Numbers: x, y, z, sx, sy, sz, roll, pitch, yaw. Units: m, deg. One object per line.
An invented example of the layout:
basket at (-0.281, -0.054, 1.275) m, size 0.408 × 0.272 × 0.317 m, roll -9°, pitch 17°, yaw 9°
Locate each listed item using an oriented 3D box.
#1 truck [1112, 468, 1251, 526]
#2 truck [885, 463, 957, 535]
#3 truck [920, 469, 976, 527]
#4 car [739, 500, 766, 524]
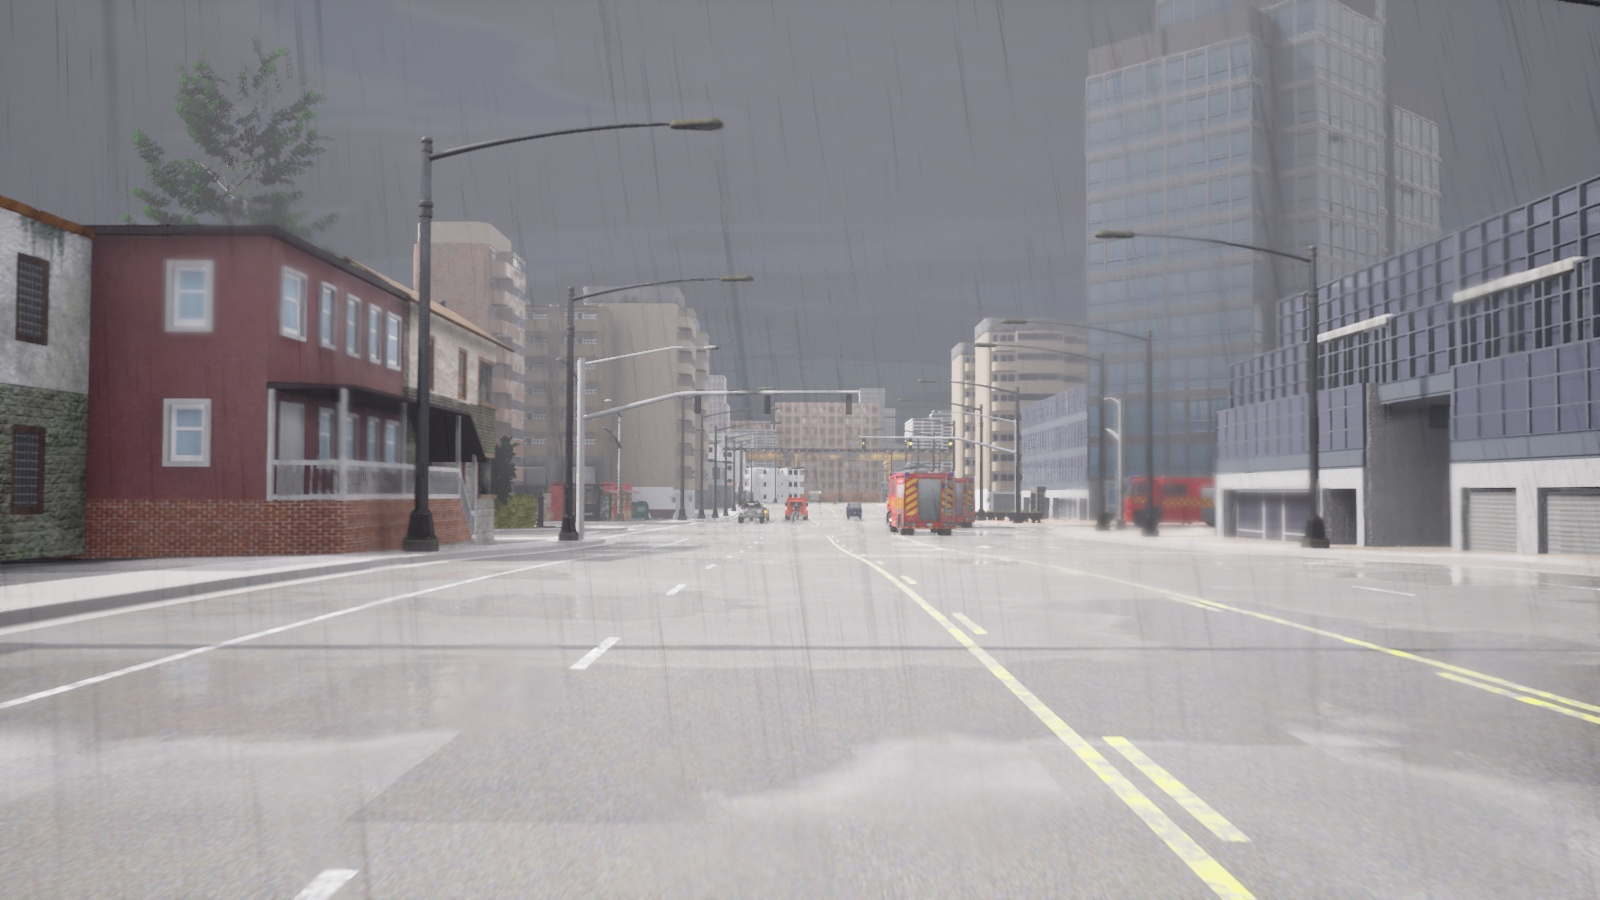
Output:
truck at (25.793, 3.170, 85.189) m, size 8.468 × 3.827 × 2.891 m, roll 0°, pitch -2°, yaw 0°
truck at (6.696, 2.747, 70.796) m, size 2.891 × 3.827 × 8.468 m, roll 0°, pitch -2°, yaw -2°
truck at (10.288, 3.365, 88.105) m, size 2.891 × 3.827 × 8.468 m, roll 0°, pitch -2°, yaw 0°
car at (-3.730, 4.833, 98.340) m, size 1.932 × 1.855 × 4.605 m, roll 0°, pitch -3°, yaw 0°
